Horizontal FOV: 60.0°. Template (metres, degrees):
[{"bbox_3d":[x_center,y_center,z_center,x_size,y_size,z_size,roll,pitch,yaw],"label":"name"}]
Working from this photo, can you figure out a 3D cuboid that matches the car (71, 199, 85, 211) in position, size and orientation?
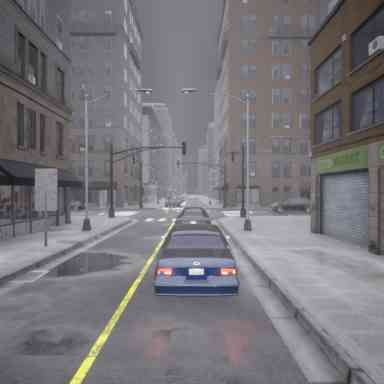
[{"bbox_3d":[-14.698,1.539,39.244,4.313,1.339,1.947,0,0,0],"label":"car"}]

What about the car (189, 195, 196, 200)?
[{"bbox_3d":[0.110,1.530,91.501,1.812,1.442,4.674,0,0,0],"label":"car"}]

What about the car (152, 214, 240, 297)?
[{"bbox_3d":[0.093,1.547,8.768,2.033,1.411,5.357,0,0,0],"label":"car"}]

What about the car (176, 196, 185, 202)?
[{"bbox_3d":[-2.655,1.599,78.845,1.895,1.301,4.718,0,0,0],"label":"car"}]

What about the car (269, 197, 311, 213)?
[{"bbox_3d":[10.885,1.353,36.641,4.553,1.767,2.097,0,0,0],"label":"car"}]

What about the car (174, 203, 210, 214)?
[{"bbox_3d":[0.085,1.563,19.318,1.994,1.385,4.181,0,0,1],"label":"car"}]

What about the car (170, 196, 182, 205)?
[{"bbox_3d":[-2.759,1.526,58.528,1.812,1.442,4.674,0,0,0],"label":"car"}]

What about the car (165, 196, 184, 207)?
[{"bbox_3d":[-2.811,1.351,49.799,2.097,1.767,4.553,0,0,1],"label":"car"}]
